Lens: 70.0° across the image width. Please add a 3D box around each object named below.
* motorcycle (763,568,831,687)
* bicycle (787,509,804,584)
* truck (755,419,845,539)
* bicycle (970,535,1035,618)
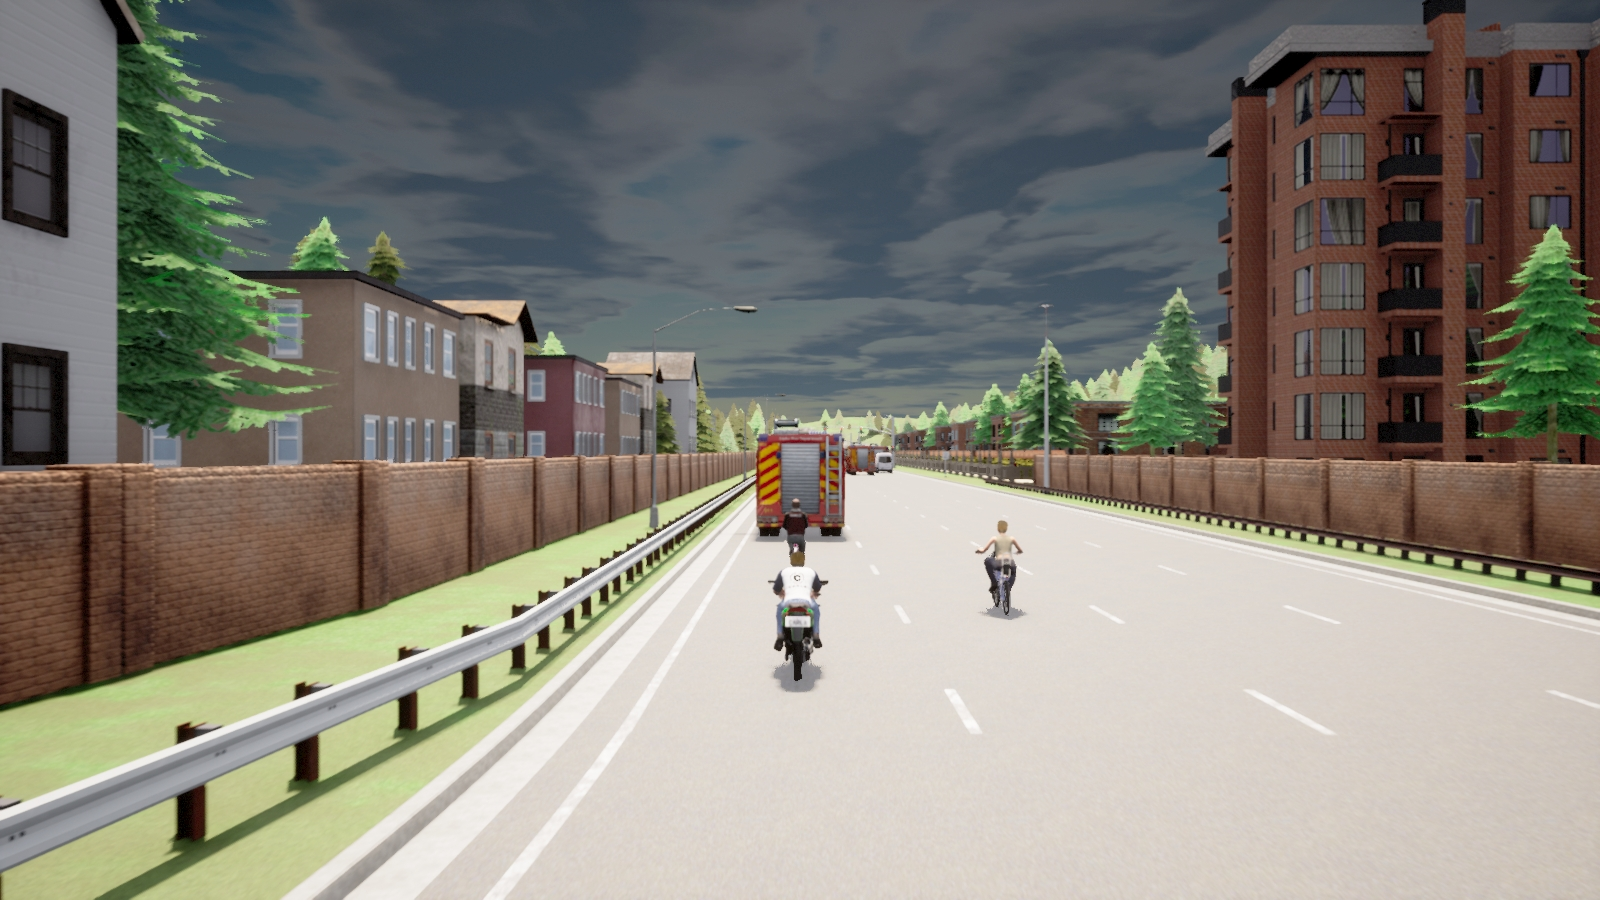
[{"bbox_3d":[-0.025,2.198,14.493,0.803,1.199,2.033,0,0,0],"label":"motorcycle"},{"bbox_3d":[-0.089,2.079,24.899,0.329,1.471,1.835,0,0,1],"label":"bicycle"},{"bbox_3d":[0.005,0.921,40.752,2.891,3.827,8.468,0,0,0],"label":"truck"},{"bbox_3d":[3.505,2.173,19.900,0.859,1.277,1.487,0,0,0],"label":"bicycle"}]
